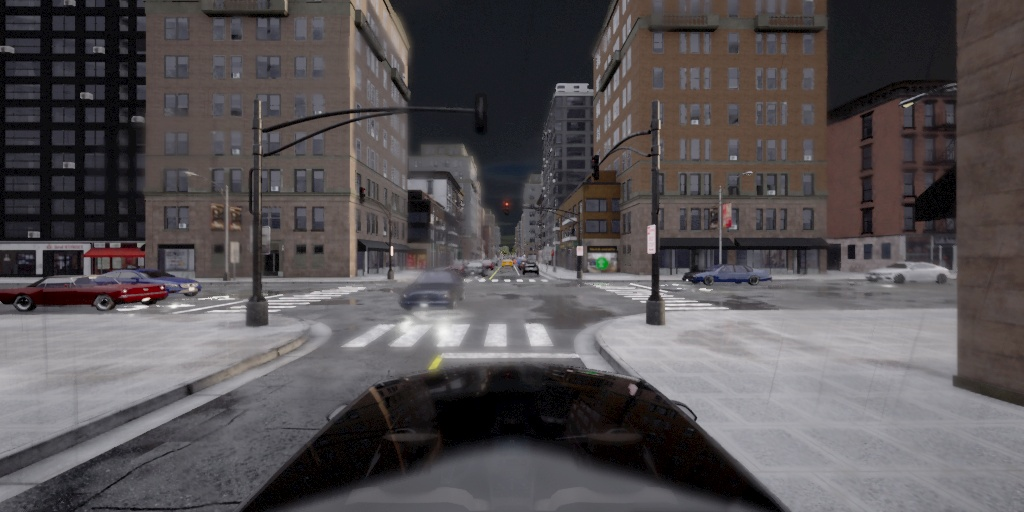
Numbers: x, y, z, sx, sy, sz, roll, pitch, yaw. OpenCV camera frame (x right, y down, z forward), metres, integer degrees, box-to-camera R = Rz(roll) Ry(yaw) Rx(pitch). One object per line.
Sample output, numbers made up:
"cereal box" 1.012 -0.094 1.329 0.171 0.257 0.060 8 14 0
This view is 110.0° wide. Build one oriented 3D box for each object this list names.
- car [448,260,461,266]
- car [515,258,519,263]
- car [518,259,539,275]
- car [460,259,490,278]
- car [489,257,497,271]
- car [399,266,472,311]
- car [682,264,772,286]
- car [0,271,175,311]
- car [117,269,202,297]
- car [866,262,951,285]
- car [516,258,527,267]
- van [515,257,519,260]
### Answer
"car" -6.015 1.230 39.701 1.967 1.591 4.097 0 0 0
"car" 1.887 1.386 56.293 1.948 1.339 4.313 0 0 0
"car" 2.010 1.355 39.760 1.948 1.339 4.313 0 0 0
"car" -3.498 1.308 35.027 1.812 1.442 4.674 0 0 2
"car" -3.556 1.287 50.956 1.882 1.535 5.008 0 0 0
"car" -3.034 1.296 14.824 2.033 1.411 5.357 0 0 -1
"car" 14.559 1.242 24.395 5.357 1.411 2.033 0 0 -1
"car" -16.570 1.401 14.051 4.718 1.301 1.895 0 0 -1
"car" -17.743 1.337 17.279 4.674 1.442 1.812 0 0 1
"car" 27.100 1.168 24.549 4.674 1.442 1.812 0 0 -1
"car" 1.928 1.391 50.782 1.802 1.307 4.207 0 0 0
"van" 1.846 1.173 61.803 1.690 1.789 3.998 0 0 0
